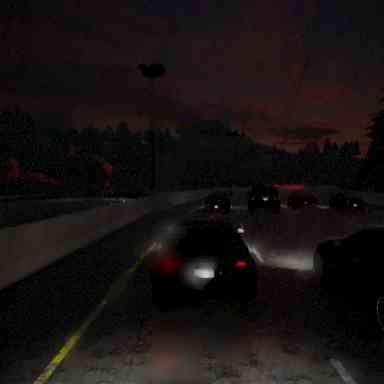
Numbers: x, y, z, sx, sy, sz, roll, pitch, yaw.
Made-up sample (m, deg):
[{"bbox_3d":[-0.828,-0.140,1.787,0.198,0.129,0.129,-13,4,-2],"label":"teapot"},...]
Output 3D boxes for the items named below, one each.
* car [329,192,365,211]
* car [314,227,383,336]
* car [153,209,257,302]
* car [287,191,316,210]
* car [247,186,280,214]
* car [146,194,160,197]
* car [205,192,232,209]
[{"bbox_3d":[12.850,0.764,27.728,1.812,1.442,4.674,0,2,9],"label":"car"},{"bbox_3d":[3.733,1.357,6.009,1.812,1.442,4.674,0,2,3],"label":"car"},{"bbox_3d":[0.315,1.344,7.832,1.994,1.385,4.181,0,2,3],"label":"car"},{"bbox_3d":[9.542,0.675,29.151,1.882,1.535,5.008,0,2,9],"label":"car"},{"bbox_3d":[5.457,0.515,25.625,2.150,2.045,5.566,0,2,8],"label":"car"},{"bbox_3d":[-5.238,0.264,45.483,1.812,1.442,4.674,0,2,13],"label":"car"},{"bbox_3d":[2.148,0.756,27.094,1.837,1.490,4.892,0,2,8],"label":"car"}]
